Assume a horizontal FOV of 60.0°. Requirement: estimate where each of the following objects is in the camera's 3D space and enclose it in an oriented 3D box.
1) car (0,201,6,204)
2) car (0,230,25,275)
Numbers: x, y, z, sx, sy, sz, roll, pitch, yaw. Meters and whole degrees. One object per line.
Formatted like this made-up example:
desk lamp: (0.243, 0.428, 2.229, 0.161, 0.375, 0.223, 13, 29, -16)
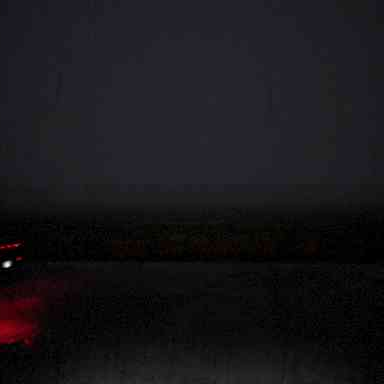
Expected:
car: (-26.880, 1.676, 44.469, 2.128, 1.511, 4.902, 0, 0, 3)
car: (-6.905, 1.565, 8.910, 4.892, 1.490, 1.837, -1, -2, 16)
